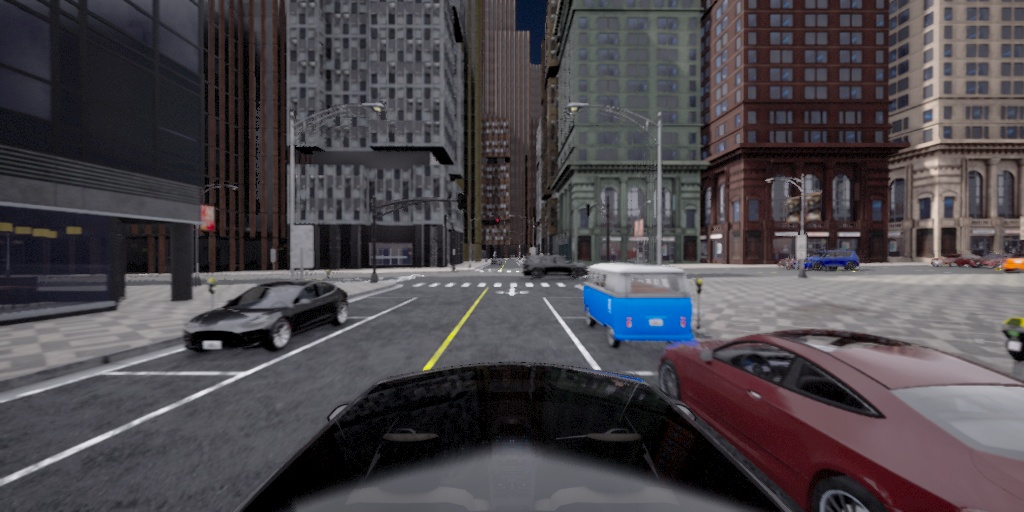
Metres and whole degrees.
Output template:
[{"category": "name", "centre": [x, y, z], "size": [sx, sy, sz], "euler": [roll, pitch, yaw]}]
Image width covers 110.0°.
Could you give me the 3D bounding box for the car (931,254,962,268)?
[{"category": "car", "centre": [49.184, 0.456, 39.537], "size": [4.674, 1.442, 1.812], "euler": [-1, 0, 0]}]

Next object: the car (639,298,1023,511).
[{"category": "car", "centre": [2.857, 1.330, 3.312], "size": [1.802, 1.307, 4.207], "euler": [0, 0, 0]}]

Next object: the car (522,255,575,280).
[{"category": "car", "centre": [3.580, 0.958, 29.761], "size": [5.566, 2.045, 2.150], "euler": [0, 0, 0]}]

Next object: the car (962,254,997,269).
[{"category": "car", "centre": [49.186, 0.505, 36.287], "size": [4.181, 1.385, 1.994], "euler": [-1, 0, 0]}]

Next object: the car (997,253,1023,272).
[{"category": "car", "centre": [44.166, 0.489, 29.783], "size": [4.553, 1.767, 2.097], "euler": [-1, 0, 0]}]

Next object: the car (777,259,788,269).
[{"category": "car", "centre": [32.064, 0.579, 39.610], "size": [4.553, 1.767, 2.097], "euler": [-1, 0, 0]}]

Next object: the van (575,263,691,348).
[{"category": "van", "centre": [2.858, 1.081, 8.961], "size": [1.690, 1.789, 3.998], "euler": [0, 0, 0]}]

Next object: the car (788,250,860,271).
[{"category": "car", "centre": [31.863, 0.472, 36.367], "size": [5.566, 2.045, 2.150], "euler": [-1, 0, 0]}]

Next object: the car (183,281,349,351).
[{"category": "car", "centre": [-5.668, 1.306, 8.960], "size": [1.948, 1.339, 4.313], "euler": [0, 0, 0]}]
